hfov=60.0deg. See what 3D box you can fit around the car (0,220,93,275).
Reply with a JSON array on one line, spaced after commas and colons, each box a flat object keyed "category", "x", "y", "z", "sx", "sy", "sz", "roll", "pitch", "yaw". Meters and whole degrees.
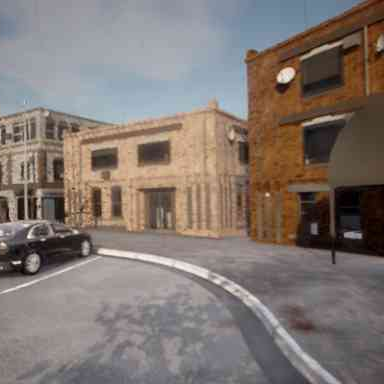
[{"category": "car", "x": -5.157, "y": 1.674, "z": 11.161, "sx": 2.231, "sy": 1.521, "sz": 4.892, "roll": 0, "pitch": -1, "yaw": 12}]
